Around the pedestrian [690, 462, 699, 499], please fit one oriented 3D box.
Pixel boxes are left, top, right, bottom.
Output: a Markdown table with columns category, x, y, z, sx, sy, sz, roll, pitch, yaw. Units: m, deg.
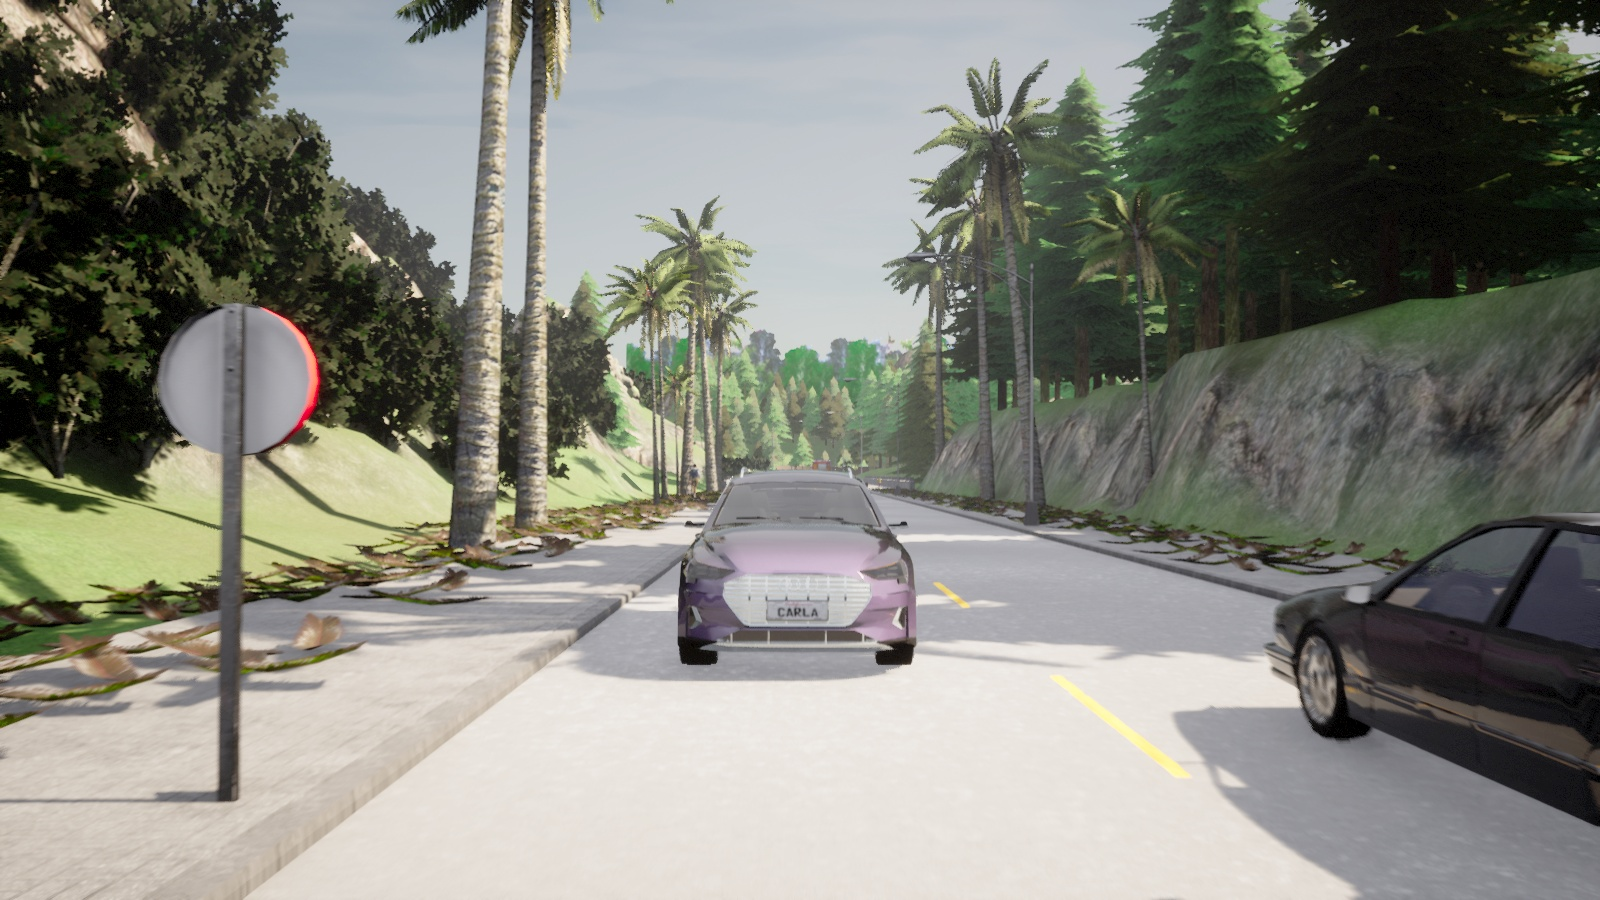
| category | x | y | z | sx | sy | sz | roll | pitch | yaw |
| --- | --- | --- | --- | --- | --- | --- | --- | --- | --- |
| pedestrian | -5.590 | 1.606 | 66.718 | 0.423 | 1.949 | 0.788 | 0 | -1 | 0 |

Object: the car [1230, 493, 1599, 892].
| category | x | y | z | sx | sy | sz | roll | pitch | yaw |
| --- | --- | --- | --- | --- | --- | --- | --- | --- | --- |
| car | 3.985 | 0.958 | 5.961 | 2.033 | 1.411 | 5.357 | 0 | -1 | 0 |

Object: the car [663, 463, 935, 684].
| category | x | y | z | sx | sy | sz | roll | pitch | yaw |
| --- | --- | --- | --- | --- | --- | --- | --- | --- | --- |
| car | -0.029 | 0.964 | 11.837 | 2.033 | 1.649 | 4.856 | 0 | -1 | 0 |
